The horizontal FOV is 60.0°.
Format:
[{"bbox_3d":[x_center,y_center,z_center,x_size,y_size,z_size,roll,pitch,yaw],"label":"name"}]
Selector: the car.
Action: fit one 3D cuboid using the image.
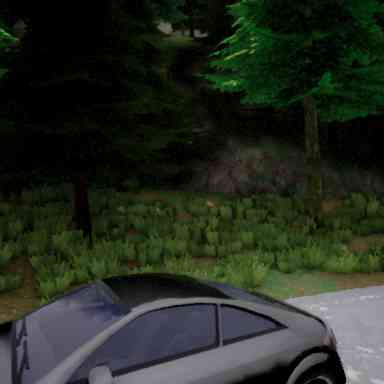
[{"bbox_3d":[-0.618,1.548,3.028,4.181,1.385,1.994,-1,0,-28],"label":"car"}]
